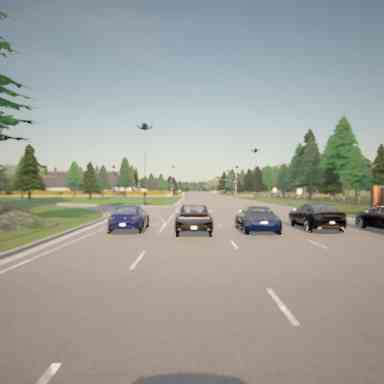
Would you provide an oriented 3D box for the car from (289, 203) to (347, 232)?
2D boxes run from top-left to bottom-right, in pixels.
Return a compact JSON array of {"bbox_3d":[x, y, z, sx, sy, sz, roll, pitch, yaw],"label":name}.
[{"bbox_3d":[7.100,1.392,19.298,1.882,1.535,5.008,0,0,0],"label":"car"}]

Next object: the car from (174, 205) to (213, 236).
[{"bbox_3d":[0.099,1.413,17.714,2.128,1.511,4.902,0,0,0],"label":"car"}]

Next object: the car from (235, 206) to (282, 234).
[{"bbox_3d":[3.599,1.482,18.497,1.994,1.385,4.181,0,0,0],"label":"car"}]

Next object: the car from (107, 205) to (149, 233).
[{"bbox_3d":[-3.508,1.442,18.770,1.812,1.442,4.674,0,0,-2],"label":"car"}]

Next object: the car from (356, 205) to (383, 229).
[{"bbox_3d":[10.599,1.413,17.714,2.128,1.511,4.902,0,0,0],"label":"car"}]
